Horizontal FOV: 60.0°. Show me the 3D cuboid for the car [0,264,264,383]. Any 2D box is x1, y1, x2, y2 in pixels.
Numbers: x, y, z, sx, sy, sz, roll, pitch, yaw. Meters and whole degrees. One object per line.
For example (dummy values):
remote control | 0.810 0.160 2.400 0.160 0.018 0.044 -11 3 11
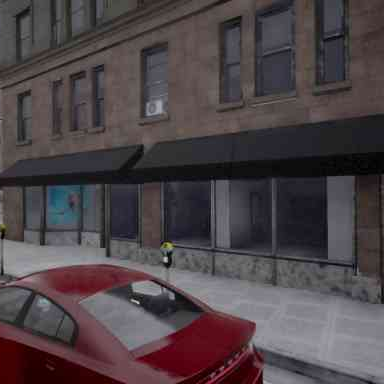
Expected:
car | -1.430 1.545 3.885 4.507 1.381 1.887 0 0 36
